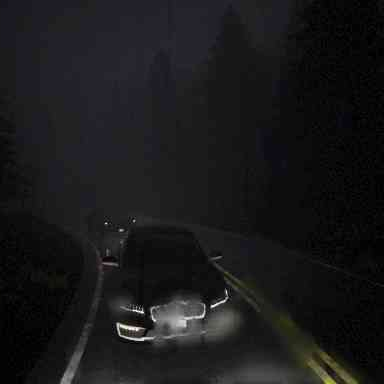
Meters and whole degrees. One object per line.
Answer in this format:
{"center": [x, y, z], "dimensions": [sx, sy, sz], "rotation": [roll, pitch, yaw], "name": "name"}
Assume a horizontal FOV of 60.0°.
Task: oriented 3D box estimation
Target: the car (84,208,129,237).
{"center": [-4.619, 1.608, 18.512], "dimensions": [1.895, 1.301, 4.718], "rotation": [-3, 1, -29], "name": "car"}

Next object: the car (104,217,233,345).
{"center": [-0.641, 1.494, 6.775], "dimensions": [1.837, 1.490, 4.892], "rotation": [-1, 0, -11], "name": "car"}
